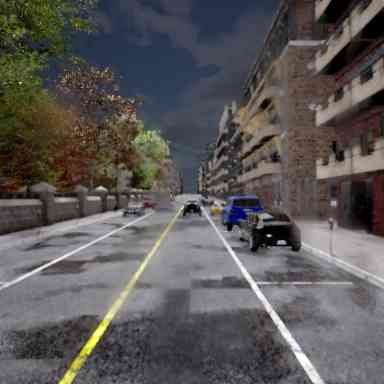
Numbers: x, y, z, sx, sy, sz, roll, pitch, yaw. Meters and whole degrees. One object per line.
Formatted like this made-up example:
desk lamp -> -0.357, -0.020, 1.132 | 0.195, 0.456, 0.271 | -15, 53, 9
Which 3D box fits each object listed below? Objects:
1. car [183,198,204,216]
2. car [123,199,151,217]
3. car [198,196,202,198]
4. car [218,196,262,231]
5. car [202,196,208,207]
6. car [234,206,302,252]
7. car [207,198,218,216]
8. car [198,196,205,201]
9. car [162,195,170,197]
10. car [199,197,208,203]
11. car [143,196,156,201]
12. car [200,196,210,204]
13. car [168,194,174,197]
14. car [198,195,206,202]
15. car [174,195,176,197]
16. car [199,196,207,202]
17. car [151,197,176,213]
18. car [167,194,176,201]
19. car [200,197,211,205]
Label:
car -> 0.045, 1.628, 34.094 | 1.812, 1.442, 4.674 | 0, 0, 1
car -> -5.671, 1.652, 33.011 | 2.008, 1.369, 4.403 | 1, 0, 0
car -> 0.072, 1.626, 49.422 | 1.882, 1.535, 5.008 | 0, 0, 0
car -> 3.110, 1.284, 21.149 | 2.150, 2.045, 5.566 | 0, 0, 0
car -> 2.712, 1.732, 55.102 | 1.947, 1.339, 4.313 | 1, 0, 0
car -> 3.147, 1.546, 14.115 | 1.837, 1.490, 4.892 | 0, 0, 0
car -> 2.709, 1.625, 33.179 | 1.752, 1.417, 4.829 | 1, 0, 0
car -> 2.720, 1.865, 93.767 | 1.802, 1.307, 4.206 | 1, 0, 0
car -> -5.666, 1.750, 60.628 | 1.947, 1.339, 4.313 | 1, 0, 0
car -> 2.718, 1.777, 77.196 | 1.887, 1.381, 4.507 | 1, 0, 0
car -> -5.664, 1.449, 44.059 | 2.192, 1.841, 5.009 | 1, 0, 0
car -> 2.719, 1.656, 71.674 | 1.967, 1.590, 4.097 | 1, 0, 0
car -> -5.659, 1.532, 71.676 | 2.192, 1.841, 5.009 | 1, 0, 0
car -> 2.722, 1.706, 88.244 | 1.967, 1.590, 4.097 | 1, 0, 0
car -> -5.660, 1.812, 88.246 | 1.887, 1.381, 4.507 | 1, 0, 0
car -> 2.719, 1.775, 82.890 | 1.752, 1.417, 4.829 | 1, 0, 0
car -> -3.089, 1.663, 38.184 | 2.033, 1.411, 5.357 | 0, 0, 0
car -> -5.655, 1.599, 93.769 | 2.192, 1.841, 5.009 | 1, 0, 0
car -> 2.715, 1.765, 66.150 | 1.947, 1.339, 4.313 | 1, 0, 0
